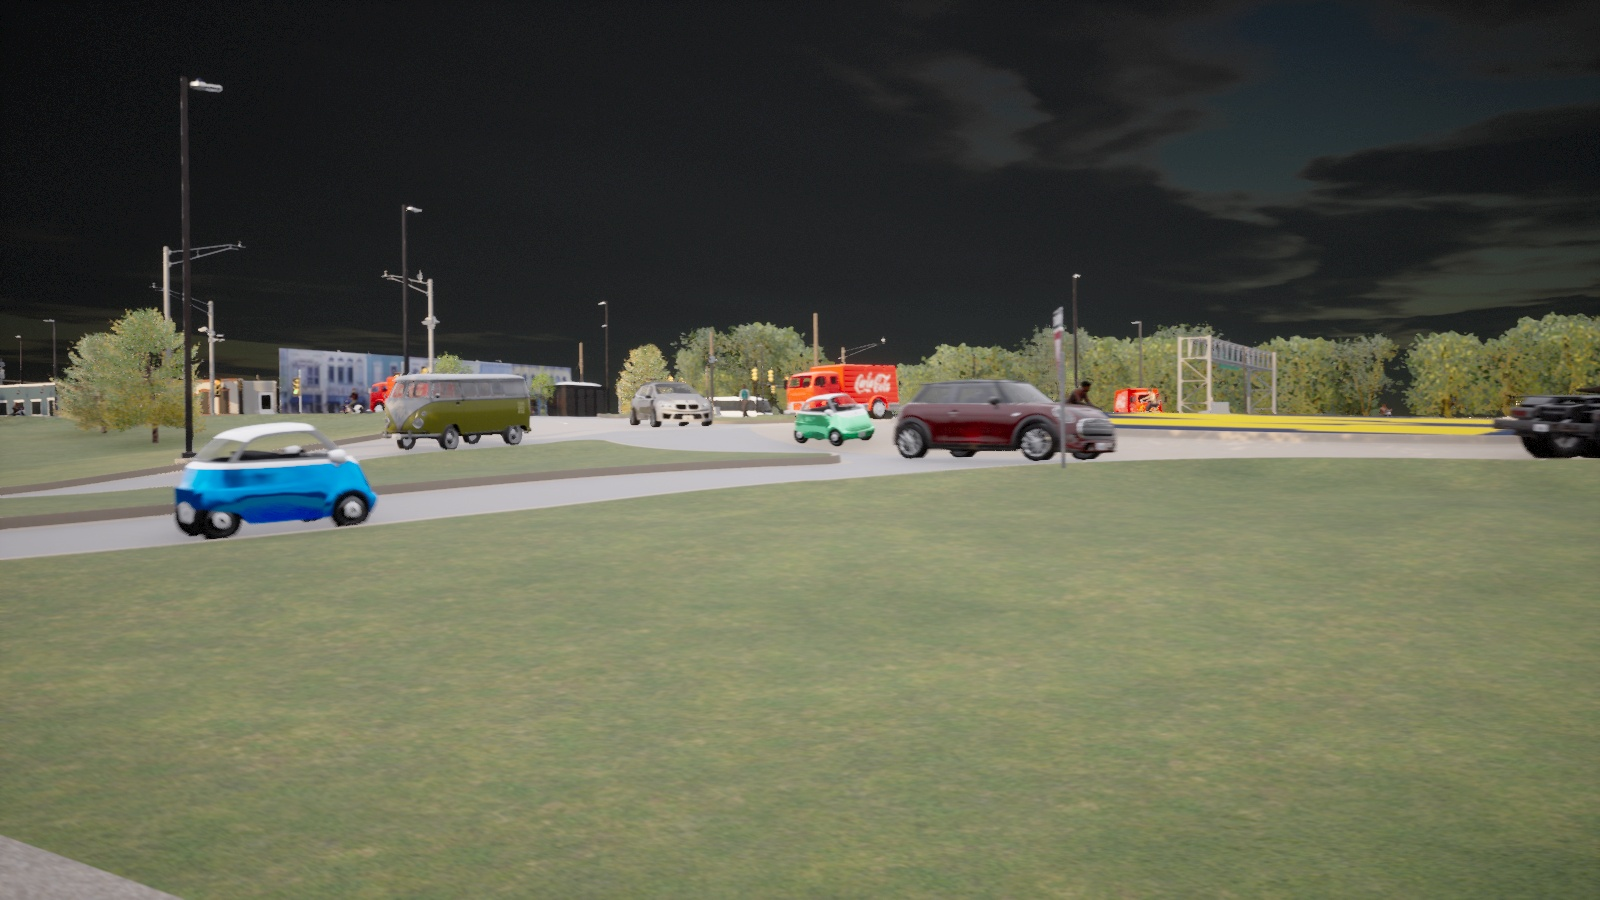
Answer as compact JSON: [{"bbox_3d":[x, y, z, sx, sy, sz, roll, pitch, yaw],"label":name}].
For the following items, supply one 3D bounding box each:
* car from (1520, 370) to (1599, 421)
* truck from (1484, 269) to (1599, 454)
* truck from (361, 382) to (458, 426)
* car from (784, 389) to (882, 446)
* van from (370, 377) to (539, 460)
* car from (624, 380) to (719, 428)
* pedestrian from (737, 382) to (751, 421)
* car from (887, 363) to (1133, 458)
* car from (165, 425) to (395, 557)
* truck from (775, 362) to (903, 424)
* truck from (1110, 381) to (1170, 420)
[{"bbox_3d":[30.663,-2.107,49.070,1.905,1.878,3.866,3,3,-23],"label":"car"},{"bbox_3d":[18.543,-1.843,25.761,7.936,3.462,2.891,-2,3,-13],"label":"truck"},{"bbox_3d":[-23.334,-2.702,75.024,5.204,2.467,2.627,-1,0,28],"label":"truck"},{"bbox_3d":[0.932,-0.911,35.174,2.207,1.376,1.481,1,10,43],"label":"car"},{"bbox_3d":[-9.110,-0.885,33.544,1.775,1.987,4.442,0,4,26],"label":"van"},{"bbox_3d":[-4.804,-1.687,46.481,2.242,1.667,4.611,-2,2,-22],"label":"car"},{"bbox_3d":[-2.869,-2.480,64.390,0.396,1.930,0.692,-2,0,20],"label":"pedestrian"},{"bbox_3d":[4.241,-0.752,25.813,4.553,1.767,2.097,0,1,42],"label":"car"},{"bbox_3d":[-6.572,0.456,15.943,2.207,1.376,1.481,-7,6,-45],"label":"car"},{"bbox_3d":[1.780,-2.549,55.718,5.204,2.467,2.627,-4,2,-42],"label":"truck"},{"bbox_3d":[23.034,-3.348,85.222,2.627,2.467,5.204,-2,1,1],"label":"truck"}]
